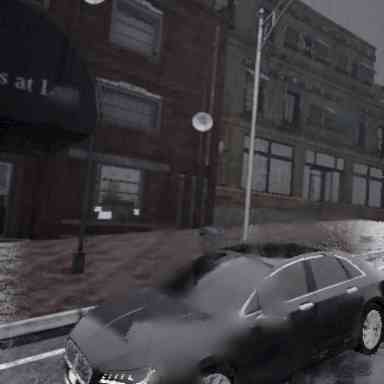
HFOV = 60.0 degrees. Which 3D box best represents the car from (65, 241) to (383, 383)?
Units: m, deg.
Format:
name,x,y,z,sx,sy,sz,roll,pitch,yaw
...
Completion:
name,x,y,z,sx,sy,sz,roll,pitch,yaw
car,0.854,1.518,4.556,4.892,1.490,1.837,0,0,-35
